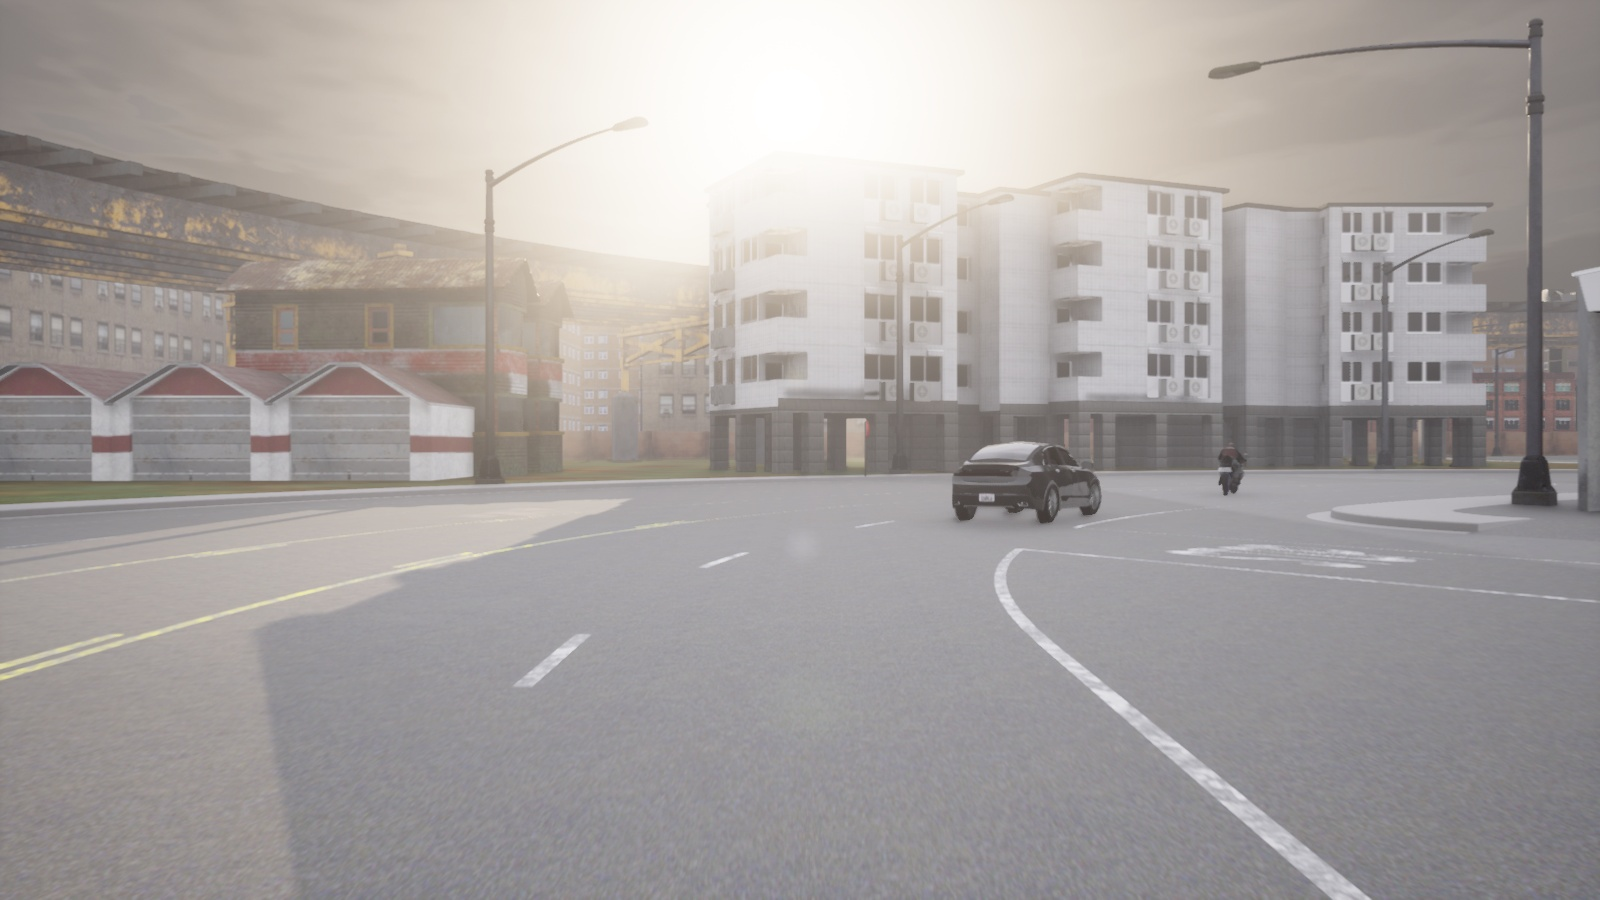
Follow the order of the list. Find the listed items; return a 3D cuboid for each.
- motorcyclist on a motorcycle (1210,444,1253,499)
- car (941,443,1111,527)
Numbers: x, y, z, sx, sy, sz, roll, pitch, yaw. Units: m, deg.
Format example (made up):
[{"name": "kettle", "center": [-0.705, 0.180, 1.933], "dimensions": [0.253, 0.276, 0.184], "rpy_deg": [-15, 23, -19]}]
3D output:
[{"name": "motorcyclist on a motorcycle", "center": [12.425, 0.588, 36.123], "dimensions": [0.866, 1.530, 2.191], "rpy_deg": [0, 0, 27]}, {"name": "car", "center": [4.600, 0.615, 24.929], "dimensions": [1.837, 1.490, 4.892], "rpy_deg": [0, 0, 29]}]
